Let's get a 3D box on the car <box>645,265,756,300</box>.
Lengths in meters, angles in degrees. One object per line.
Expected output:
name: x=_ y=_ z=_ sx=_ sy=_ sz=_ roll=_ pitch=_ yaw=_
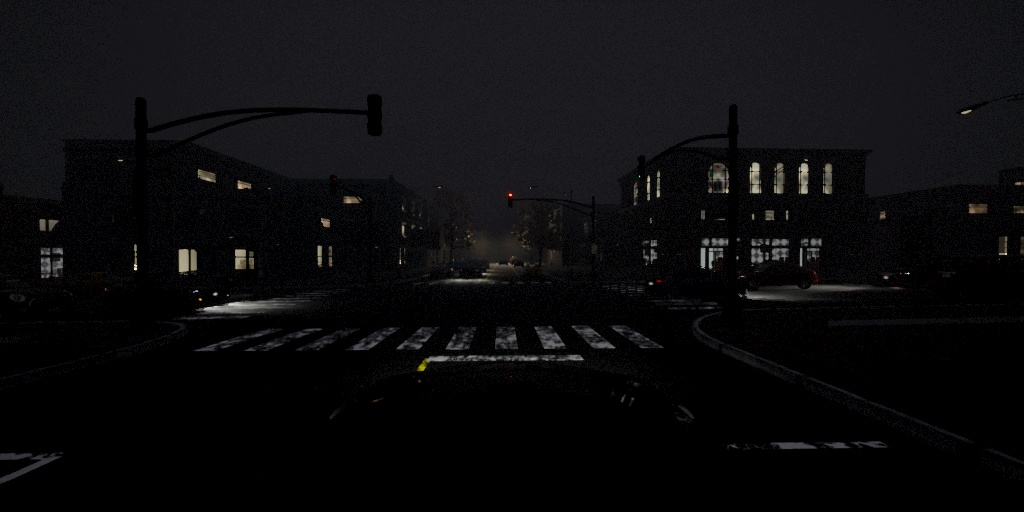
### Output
car: x=8.329 y=1.203 z=16.453 sx=4.181 sy=1.385 sz=1.994 roll=-1 pitch=1 yaw=-2

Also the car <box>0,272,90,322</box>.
car: x=-18.344 y=1.421 z=12.745 sx=4.097 sy=1.591 sz=1.967 roll=0 pitch=0 yaw=-2

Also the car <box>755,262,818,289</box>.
car: x=14.309 y=1.062 z=19.917 sx=4.674 sy=1.442 sz=1.812 roll=-1 pitch=1 yaw=-2

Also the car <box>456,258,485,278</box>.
car: x=-3.916 y=1.219 z=34.412 sx=1.882 sy=1.535 sz=5.008 roll=0 pitch=0 yaw=-2

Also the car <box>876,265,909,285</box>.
car: x=23.531 y=0.917 z=20.315 sx=4.902 sy=1.511 sz=2.128 roll=-1 pitch=1 yaw=-2

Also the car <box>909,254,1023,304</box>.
car: x=19.644 y=0.842 z=14.358 sx=5.009 sy=1.841 sz=2.192 roll=0 pitch=0 yaw=-2

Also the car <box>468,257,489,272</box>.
car: x=-4.174 y=1.216 z=44.451 sx=1.882 sy=1.535 sz=5.008 roll=0 pitch=0 yaw=-1

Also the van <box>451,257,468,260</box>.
van: x=-6.769 y=1.079 z=44.674 sx=1.690 sy=1.789 sz=3.998 roll=0 pitch=0 yaw=-1

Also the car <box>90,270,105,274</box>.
car: x=-24.494 y=1.499 z=20.833 sx=4.829 sy=1.417 sz=1.751 roll=0 pitch=0 yaw=-2

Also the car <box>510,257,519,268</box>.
car: x=1.186 y=1.284 z=61.521 sx=2.007 sy=1.370 sz=4.403 roll=0 pitch=0 yaw=-1

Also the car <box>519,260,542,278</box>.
car: x=1.886 y=1.267 z=33.969 sx=1.751 sy=1.417 sz=4.829 roll=0 pitch=0 yaw=-1

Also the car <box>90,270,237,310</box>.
car: x=-14.731 y=1.479 z=15.385 sx=4.181 sy=1.385 sz=1.994 roll=-1 pitch=1 yaw=0

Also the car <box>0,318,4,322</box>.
car: x=-5.661 y=1.295 z=1.077 sx=1.888 sy=1.381 sz=4.507 roll=0 pitch=0 yaw=-1

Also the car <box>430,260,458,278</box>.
car: x=-6.487 y=1.324 z=33.586 sx=1.802 sy=1.307 sz=4.207 roll=0 pitch=0 yaw=-1
